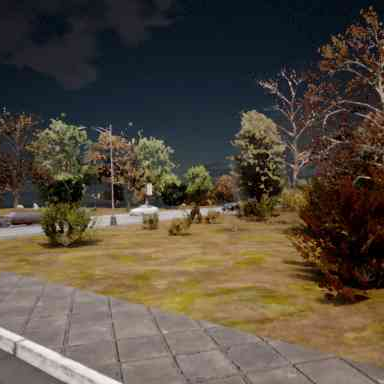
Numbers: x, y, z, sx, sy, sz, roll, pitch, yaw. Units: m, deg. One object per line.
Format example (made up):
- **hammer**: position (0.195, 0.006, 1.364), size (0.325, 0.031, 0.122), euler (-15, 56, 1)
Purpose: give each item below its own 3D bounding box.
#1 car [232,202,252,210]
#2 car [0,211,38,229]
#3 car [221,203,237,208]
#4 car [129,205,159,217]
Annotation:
- **car**: position (9.414, 2.577, 62.496), size (1.895, 1.301, 4.718), euler (-3, -2, 33)
- **car**: position (-15.505, 2.437, 29.875), size (2.033, 1.411, 5.357), euler (-3, -2, 33)
- **car**: position (6.300, 2.313, 51.018), size (1.895, 1.301, 4.718), euler (-3, -2, 32)
- **car**: position (-6.333, 2.480, 44.358), size (1.812, 1.442, 4.674), euler (-3, -2, 32)
